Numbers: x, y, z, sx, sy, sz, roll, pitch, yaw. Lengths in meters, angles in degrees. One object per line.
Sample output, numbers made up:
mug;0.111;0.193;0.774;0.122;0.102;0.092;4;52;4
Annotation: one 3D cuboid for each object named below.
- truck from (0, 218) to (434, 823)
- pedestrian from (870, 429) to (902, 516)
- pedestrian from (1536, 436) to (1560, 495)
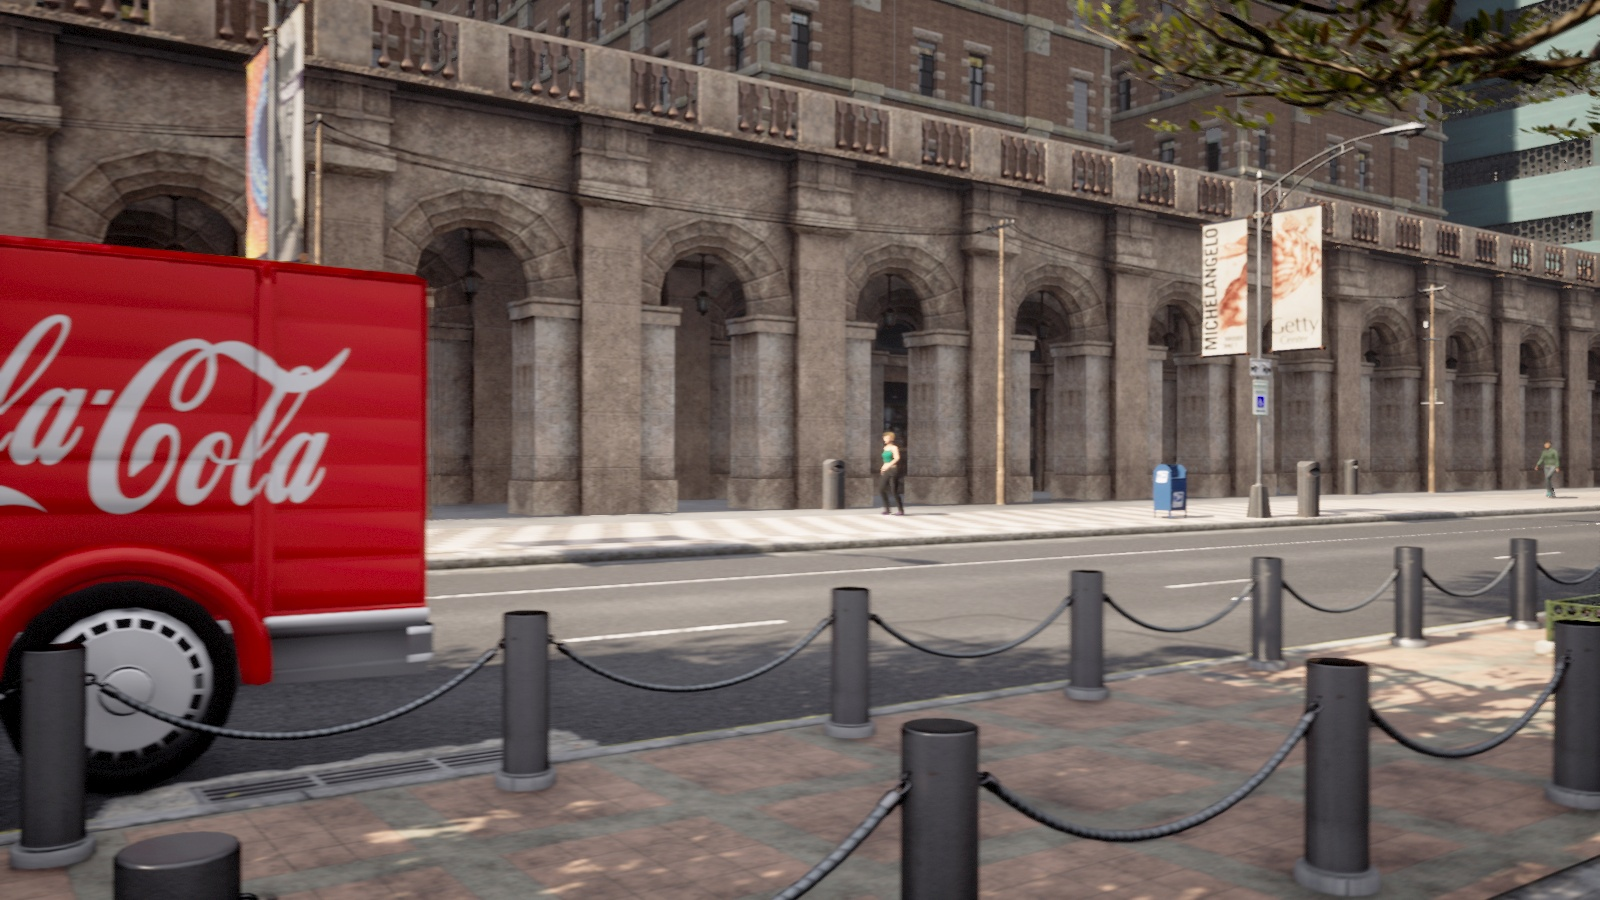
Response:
truck;-4.681;0.287;5.757;5.204;2.467;2.627;0;0;-34
pedestrian;1.838;0.483;26.946;0.594;1.836;0.345;0;0;-35
pedestrian;23.638;0.498;39.667;0.614;1.847;0.353;0;0;-22
